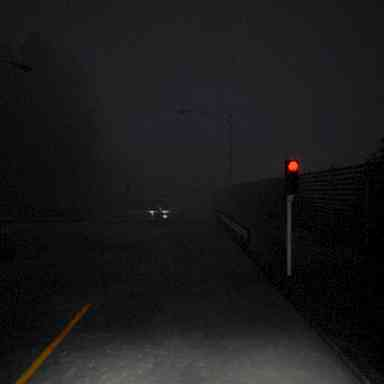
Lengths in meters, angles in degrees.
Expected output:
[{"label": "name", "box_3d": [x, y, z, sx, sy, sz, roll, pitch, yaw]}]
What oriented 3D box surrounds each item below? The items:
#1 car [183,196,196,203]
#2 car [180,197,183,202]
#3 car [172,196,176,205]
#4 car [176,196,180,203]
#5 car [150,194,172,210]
[{"label": "car", "box_3d": [-0.345, 1.505, 67.908, 1.837, 1.490, 4.892, 0, 0, -5]}, {"label": "car", "box_3d": [-4.295, 1.540, 77.394, 5.357, 1.411, 2.033, 0, 0, 40]}, {"label": "car", "box_3d": [-4.247, 1.353, 54.119, 2.097, 1.767, 4.553, 0, 0, 0]}, {"label": "car", "box_3d": [-4.274, 1.525, 69.425, 1.812, 1.442, 4.674, 0, 0, -9]}, {"label": "car", "box_3d": [-4.229, 1.221, 43.984, 2.150, 2.045, 5.566, 0, 0, 0]}]
